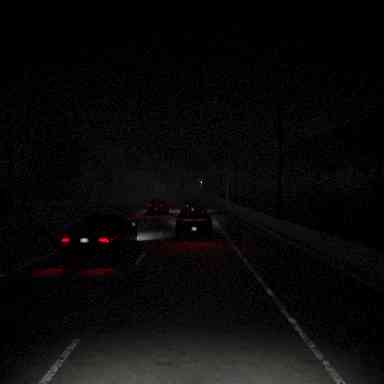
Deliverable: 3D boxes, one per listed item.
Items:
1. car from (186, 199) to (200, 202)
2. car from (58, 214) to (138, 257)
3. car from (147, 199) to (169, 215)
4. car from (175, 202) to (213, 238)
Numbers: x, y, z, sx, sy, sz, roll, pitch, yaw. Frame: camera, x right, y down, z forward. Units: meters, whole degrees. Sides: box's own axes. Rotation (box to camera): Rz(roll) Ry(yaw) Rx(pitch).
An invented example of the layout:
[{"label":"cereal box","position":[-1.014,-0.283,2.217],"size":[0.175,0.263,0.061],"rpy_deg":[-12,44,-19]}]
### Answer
[{"label":"car","position":[0.111,1.467,34.092],"size":[1.812,1.442,4.674],"rpy_deg":[0,0,0]},{"label":"car","position":[-3.395,1.572,12.931],"size":[2.033,1.411,5.357],"rpy_deg":[0,0,0]},{"label":"car","position":[-3.388,1.420,33.513],"size":[1.882,1.535,5.008],"rpy_deg":[0,0,0]},{"label":"car","position":[0.104,1.514,18.017],"size":[2.128,1.511,4.902],"rpy_deg":[0,0,0]}]
